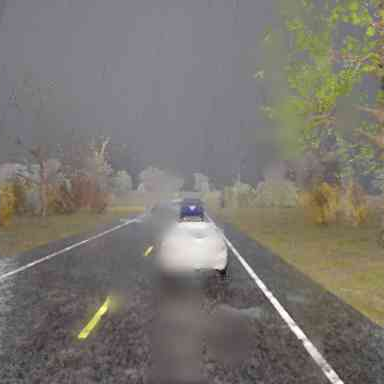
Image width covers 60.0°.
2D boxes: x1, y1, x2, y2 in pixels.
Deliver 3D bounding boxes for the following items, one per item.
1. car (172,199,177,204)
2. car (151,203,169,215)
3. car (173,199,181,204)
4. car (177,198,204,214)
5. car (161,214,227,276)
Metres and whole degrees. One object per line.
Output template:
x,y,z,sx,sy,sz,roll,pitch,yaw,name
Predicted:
-3.684,2.207,77.629,1.895,1.301,4.718,0,-1,-2,car
-3.757,2.036,39.795,1.895,1.301,4.718,0,-1,-1,car
-3.831,2.343,84.950,1.895,1.301,4.718,0,0,0,car
0.006,1.575,31.861,2.150,2.045,5.566,0,-1,0,car
0.062,1.645,10.644,1.812,1.442,4.674,0,-1,0,car
